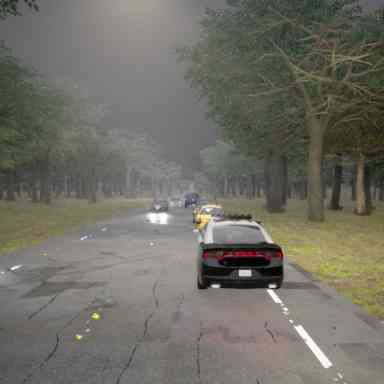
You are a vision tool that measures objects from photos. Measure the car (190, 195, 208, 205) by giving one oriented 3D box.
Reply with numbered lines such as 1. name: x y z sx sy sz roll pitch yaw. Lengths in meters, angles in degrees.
1. car: 1.102 1.313 25.110 2.097 1.767 4.553 0 0 0

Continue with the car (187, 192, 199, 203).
1. car: 0.133 1.010 64.143 2.150 2.045 5.566 0 0 0

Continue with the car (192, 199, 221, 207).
1. car: 1.090 1.431 19.328 1.801 1.575 5.366 0 0 0

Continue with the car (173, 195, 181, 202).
1. car: -3.353 1.279 70.539 1.812 1.442 4.674 0 0 0

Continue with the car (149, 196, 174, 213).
1. car: -3.524 1.416 36.505 2.128 1.511 4.902 0 0 0

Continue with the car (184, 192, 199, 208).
1. car: 0.109 1.106 45.873 2.150 2.045 5.566 0 0 0

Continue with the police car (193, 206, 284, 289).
1. police car: 1.069 1.418 9.246 1.930 1.638 5.238 0 0 0
